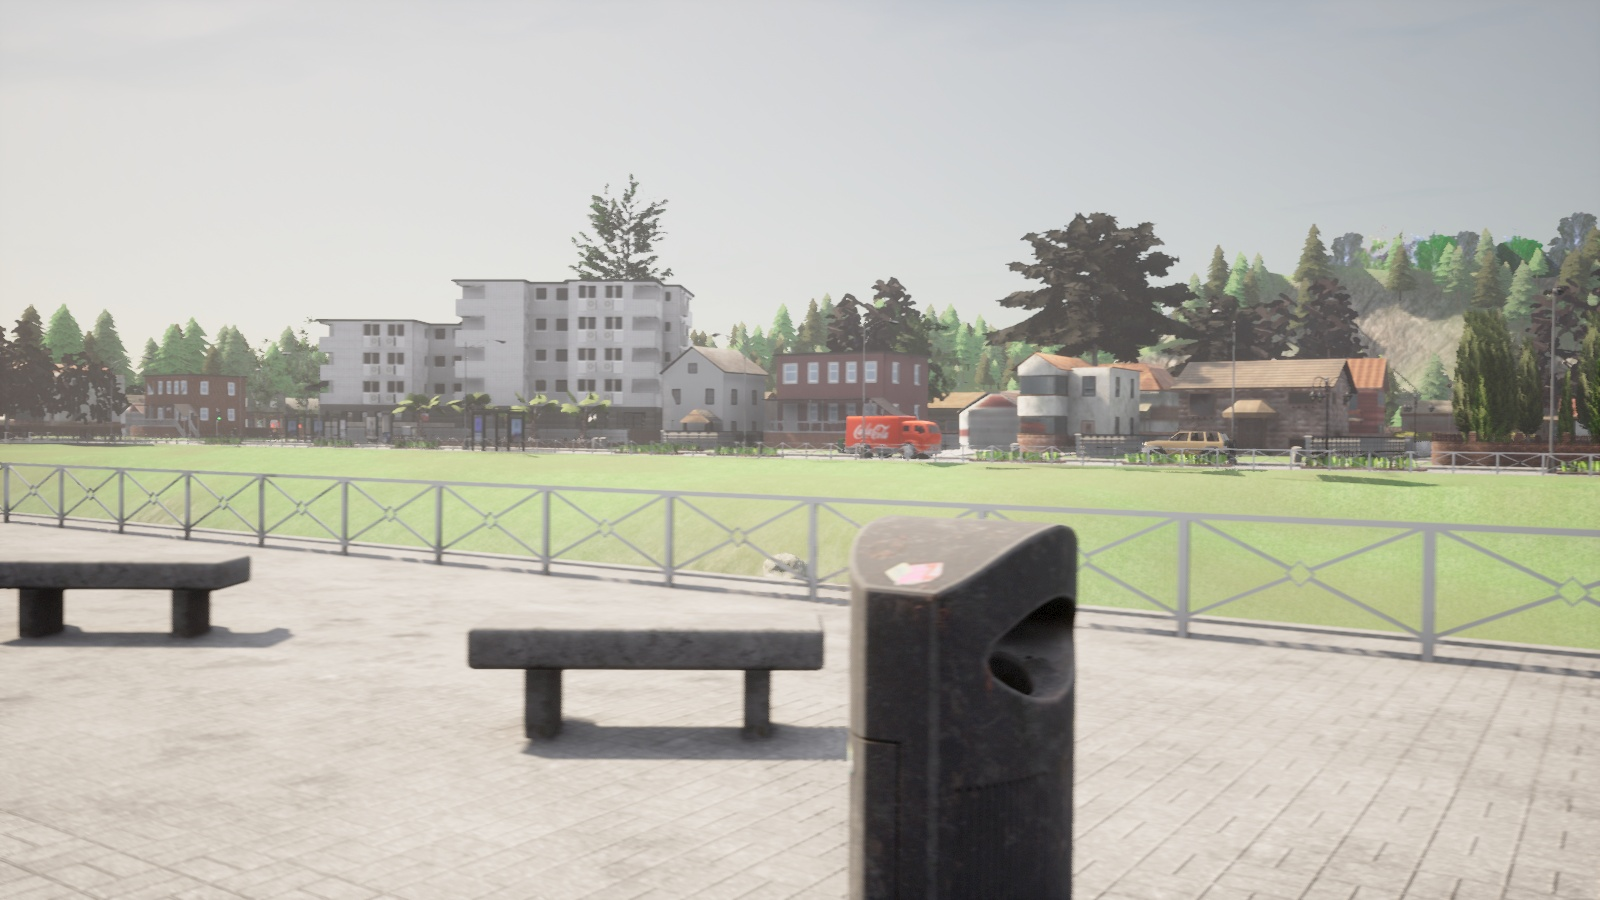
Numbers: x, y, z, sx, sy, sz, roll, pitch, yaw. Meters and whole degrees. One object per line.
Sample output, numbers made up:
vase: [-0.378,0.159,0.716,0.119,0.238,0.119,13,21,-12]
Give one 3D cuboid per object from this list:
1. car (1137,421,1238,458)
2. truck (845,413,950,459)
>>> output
car: [20.020,-0.520,64.973,4.605,1.855,1.932,0,1,34]
truck: [5.425,-0.758,69.865,5.204,2.467,2.627,0,1,34]
